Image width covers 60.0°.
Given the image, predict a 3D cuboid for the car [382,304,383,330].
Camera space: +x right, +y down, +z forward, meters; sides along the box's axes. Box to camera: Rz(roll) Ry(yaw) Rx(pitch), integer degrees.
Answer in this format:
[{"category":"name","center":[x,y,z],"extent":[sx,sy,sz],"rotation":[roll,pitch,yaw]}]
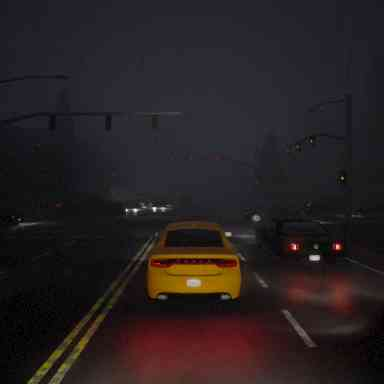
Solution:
[{"category":"car","center":[3.598,1.477,2.663],"extent":[1.882,1.535,5.008],"rotation":[0,0,0]}]

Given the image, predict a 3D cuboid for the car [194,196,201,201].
[{"category":"car","center":[1.308,1.590,88.165],"extent":[1.895,1.301,4.718],"rotation":[0,0,-1]}]

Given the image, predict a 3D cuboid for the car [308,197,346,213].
[{"category":"car","center":[14.084,1.350,35.517],"extent":[4.553,1.767,2.097],"rotation":[0,0,-2]}]

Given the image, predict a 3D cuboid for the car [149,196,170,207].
[{"category":"car","center":[-4.792,1.561,49.700],"extent":[1.994,1.385,4.181],"rotation":[0,0,-2]}]

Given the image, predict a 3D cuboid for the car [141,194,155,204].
[{"category":"car","center":[-8.640,1.348,65.508],"extent":[2.097,1.767,4.553],"rotation":[0,0,-1]}]

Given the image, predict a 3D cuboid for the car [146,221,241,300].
[{"category":"car","center":[0.034,1.477,8.429],"extent":[1.882,1.535,5.008],"rotation":[0,0,0]}]

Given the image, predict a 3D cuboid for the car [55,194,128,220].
[{"category":"car","center":[-8.613,1.222,28.235],"extent":[5.566,2.045,2.150],"rotation":[0,1,-19]}]

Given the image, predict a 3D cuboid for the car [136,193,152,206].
[{"category":"car","center":[-8.439,1.218,55.708],"extent":[2.150,2.045,5.566],"rotation":[0,0,-1]}]

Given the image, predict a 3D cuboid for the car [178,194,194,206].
[{"category":"car","center":[-1.178,1.488,53.025],"extent":[2.128,1.511,4.902],"rotation":[0,0,-2]}]

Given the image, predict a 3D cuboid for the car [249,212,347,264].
[{"category":"car","center":[3.502,1.600,11.753],"extent":[1.895,1.301,4.718],"rotation":[0,0,-1]}]

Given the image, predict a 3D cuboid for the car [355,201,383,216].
[{"category":"car","center":[18.774,1.546,32.151],"extent":[5.357,1.411,2.033],"rotation":[0,0,-2]}]

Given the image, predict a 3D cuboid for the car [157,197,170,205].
[{"category":"car","center":[-5.027,1.561,59.730],"extent":[1.994,1.385,4.181],"rotation":[0,0,-1]}]

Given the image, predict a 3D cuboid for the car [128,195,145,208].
[{"category":"car","center":[-8.207,1.561,46.388],"extent":[1.994,1.385,4.181],"rotation":[0,0,-1]}]

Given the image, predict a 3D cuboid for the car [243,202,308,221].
[{"category":"car","center":[5.900,1.562,24.493],"extent":[4.181,1.385,1.994],"rotation":[0,0,-3]}]

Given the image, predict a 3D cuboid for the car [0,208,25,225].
[{"category":"car","center":[-14.736,1.546,23.291],"extent":[5.357,1.411,2.033],"rotation":[0,0,-1]}]
